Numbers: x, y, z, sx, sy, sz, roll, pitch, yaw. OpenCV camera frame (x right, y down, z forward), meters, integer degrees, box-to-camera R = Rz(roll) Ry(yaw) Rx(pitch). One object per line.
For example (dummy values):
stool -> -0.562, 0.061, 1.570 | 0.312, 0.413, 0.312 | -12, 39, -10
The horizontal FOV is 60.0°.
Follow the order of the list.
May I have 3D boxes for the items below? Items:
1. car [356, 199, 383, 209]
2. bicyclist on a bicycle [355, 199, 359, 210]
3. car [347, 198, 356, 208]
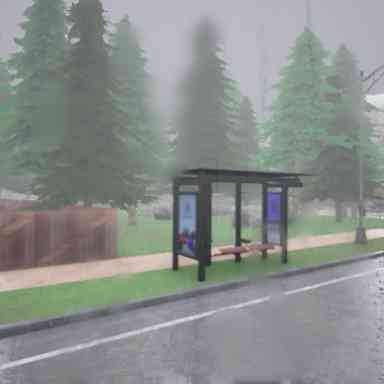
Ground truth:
car -> 26.983, 1.635, 49.532 | 4.605, 1.855, 1.932 | 1, 0, -37
bicyclist on a bicycle -> 22.819, 1.690, 45.994 | 1.656, 1.620, 0.582 | 1, 0, -37
car -> 25.165, 1.632, 51.312 | 3.866, 1.878, 1.905 | 1, 0, -37
